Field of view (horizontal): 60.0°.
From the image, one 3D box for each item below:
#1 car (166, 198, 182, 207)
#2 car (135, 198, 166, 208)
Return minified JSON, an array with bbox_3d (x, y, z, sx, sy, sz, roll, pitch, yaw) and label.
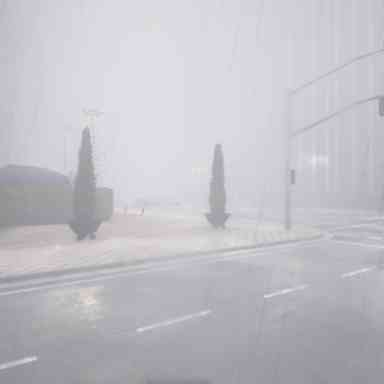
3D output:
[{"bbox_3d":[-3.627,1.542,50.263,2.033,1.411,5.357,0,0,-36],"label":"car"},{"bbox_3d":[-6.446,1.543,48.190,2.033,1.411,5.357,0,0,-36],"label":"car"}]
